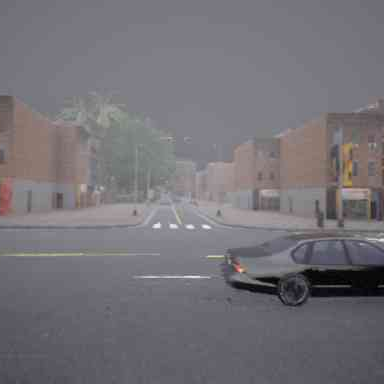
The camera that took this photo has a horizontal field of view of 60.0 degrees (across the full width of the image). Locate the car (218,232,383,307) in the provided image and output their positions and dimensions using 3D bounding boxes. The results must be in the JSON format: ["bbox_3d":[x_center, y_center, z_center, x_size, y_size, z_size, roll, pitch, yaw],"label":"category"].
[{"bbox_3d":[3.352,1.687,7.779,5.357,1.411,2.033,1,0,-5],"label":"car"}]

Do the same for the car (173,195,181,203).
[{"bbox_3d":[-4.038,2.251,90.004,1.947,1.339,4.313,1,0,-4],"label":"car"}]

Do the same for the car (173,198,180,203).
[{"bbox_3d":[-4.311,2.292,93.657,1.802,1.307,4.206,1,0,-4],"label":"car"}]

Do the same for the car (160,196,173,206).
[{"bbox_3d":[-5.177,2.005,65.638,1.837,1.490,4.892,1,0,-4],"label":"car"}]
